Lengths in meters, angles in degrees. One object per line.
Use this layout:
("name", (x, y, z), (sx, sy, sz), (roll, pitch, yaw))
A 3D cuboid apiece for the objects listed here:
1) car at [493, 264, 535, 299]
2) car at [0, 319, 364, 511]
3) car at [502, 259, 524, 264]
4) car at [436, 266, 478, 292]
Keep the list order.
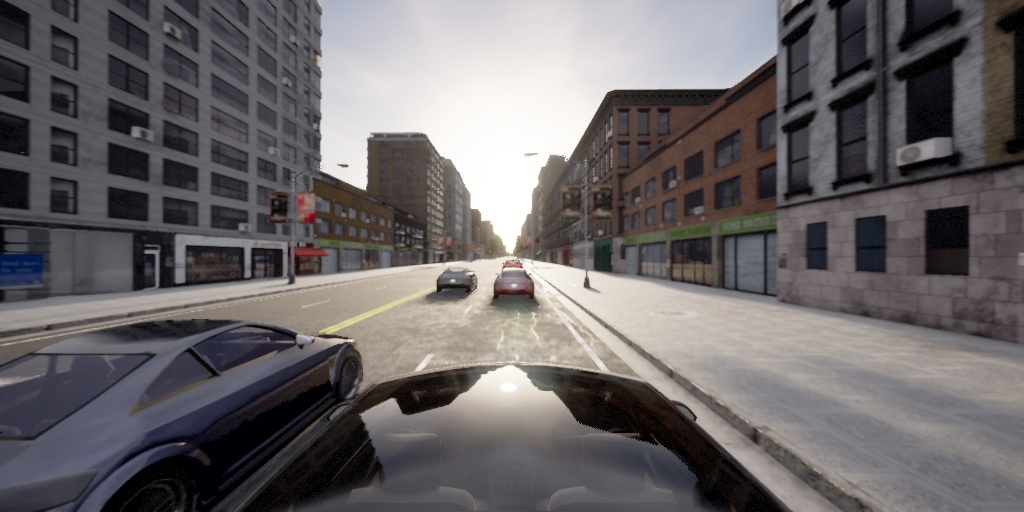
("car", (0.093, 1.299, 18.122), (1.994, 1.385, 4.181), (0, 0, 0))
("car", (-3.151, 1.312, 3.574), (1.994, 1.385, 4.181), (0, 0, 0))
("car", (0.085, 1.078, 35.945), (2.097, 1.767, 4.553), (0, 0, 0))
("car", (-3.159, 1.297, 21.104), (1.994, 1.385, 4.181), (0, 0, 0))
